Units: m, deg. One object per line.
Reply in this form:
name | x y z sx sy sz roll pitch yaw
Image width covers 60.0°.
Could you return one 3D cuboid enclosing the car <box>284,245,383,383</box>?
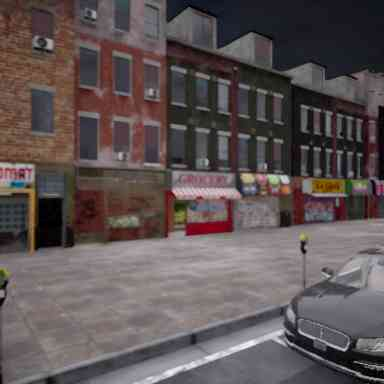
car | 3.278 1.568 5.164 4.403 1.369 2.008 0 0 -35
